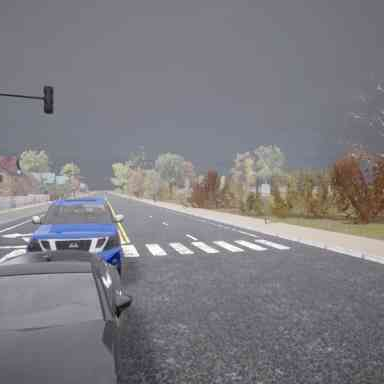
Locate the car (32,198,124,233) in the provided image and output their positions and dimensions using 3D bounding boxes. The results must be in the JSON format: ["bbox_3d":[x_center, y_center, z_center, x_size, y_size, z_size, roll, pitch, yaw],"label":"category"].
[{"bbox_3d":[-3.350,1.218,10.036,2.150,2.045,5.566,0,0,-15],"label":"car"}]

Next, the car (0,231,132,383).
[{"bbox_3d":[-1.734,1.524,3.941,1.812,1.442,4.674,0,0,-13],"label":"car"}]

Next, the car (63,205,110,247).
[{"bbox_3d":[-4.985,1.498,16.115,1.837,1.490,4.892,0,0,-15],"label":"car"}]

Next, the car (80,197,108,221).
[{"bbox_3d":[-8.069,1.337,27.605,2.097,1.767,4.553,0,0,-15],"label":"car"}]

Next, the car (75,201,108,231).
[{"bbox_3d":[-6.531,1.468,21.866,1.882,1.535,5.008,0,0,-15],"label":"car"}]
